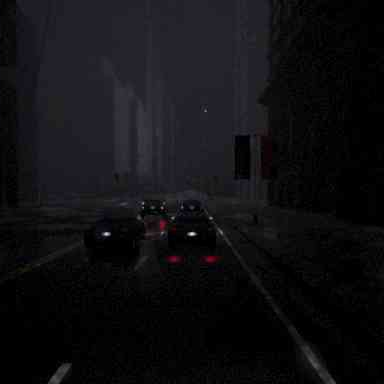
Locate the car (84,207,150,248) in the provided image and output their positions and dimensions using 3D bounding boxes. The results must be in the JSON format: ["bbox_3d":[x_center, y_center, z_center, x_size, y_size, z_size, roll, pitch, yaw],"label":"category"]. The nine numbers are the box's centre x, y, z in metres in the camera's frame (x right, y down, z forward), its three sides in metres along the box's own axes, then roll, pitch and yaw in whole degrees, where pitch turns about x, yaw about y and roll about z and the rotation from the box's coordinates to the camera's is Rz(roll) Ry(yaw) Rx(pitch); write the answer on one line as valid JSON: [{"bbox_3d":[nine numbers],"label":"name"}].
[{"bbox_3d":[-3.250,1.567,14.652,1.994,1.385,4.181,0,0,0],"label":"car"}]

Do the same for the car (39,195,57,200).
[{"bbox_3d":[-36.195,1.434,83.675,4.206,1.307,1.802,0,0,0],"label":"car"}]

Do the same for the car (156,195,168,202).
[{"bbox_3d":[-6.500,1.459,72.740,2.128,1.511,4.902,0,0,0],"label":"car"}]

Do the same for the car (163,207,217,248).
[{"bbox_3d":[0.000,1.567,14.652,1.994,1.385,4.181,0,0,0],"label":"car"}]

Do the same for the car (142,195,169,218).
[{"bbox_3d":[-3.250,1.353,29.622,2.097,1.767,4.553,0,0,0],"label":"car"}]

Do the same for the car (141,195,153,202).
[{"bbox_3d":[-9.750,1.474,72.740,2.033,1.411,5.357,0,0,0],"label":"car"}]

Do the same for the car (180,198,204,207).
[{"bbox_3d":[0.000,1.353,29.622,2.097,1.767,4.553,0,0,0],"label":"car"}]

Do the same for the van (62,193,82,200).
[{"bbox_3d":[-30.545,1.223,83.668,3.998,1.788,1.690,0,0,0],"label":"van"}]
